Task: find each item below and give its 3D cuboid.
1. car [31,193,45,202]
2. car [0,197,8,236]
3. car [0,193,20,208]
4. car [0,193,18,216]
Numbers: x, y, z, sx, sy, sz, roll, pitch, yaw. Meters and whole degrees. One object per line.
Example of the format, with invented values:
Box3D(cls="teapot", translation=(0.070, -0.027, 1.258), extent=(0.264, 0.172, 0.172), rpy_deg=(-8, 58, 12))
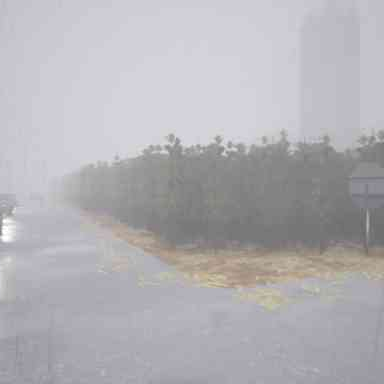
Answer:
Box3D(cls="car", translation=(-24.028, 0.763, 51.705), extent=(1.895, 1.301, 4.718), rpy_deg=(-1, 1, -26))
Box3D(cls="car", translation=(-8.392, 1.190, 12.734), extent=(1.882, 1.535, 5.008), rpy_deg=(-1, 1, -26))
Box3D(cls="car", translation=(-19.925, 0.869, 36.058), extent=(2.033, 1.411, 5.357), rpy_deg=(-1, 1, -26))
Box3D(cls="car", translation=(-14.098, 0.896, 24.258), extent=(2.128, 1.511, 4.902), rpy_deg=(-1, 2, -26))
